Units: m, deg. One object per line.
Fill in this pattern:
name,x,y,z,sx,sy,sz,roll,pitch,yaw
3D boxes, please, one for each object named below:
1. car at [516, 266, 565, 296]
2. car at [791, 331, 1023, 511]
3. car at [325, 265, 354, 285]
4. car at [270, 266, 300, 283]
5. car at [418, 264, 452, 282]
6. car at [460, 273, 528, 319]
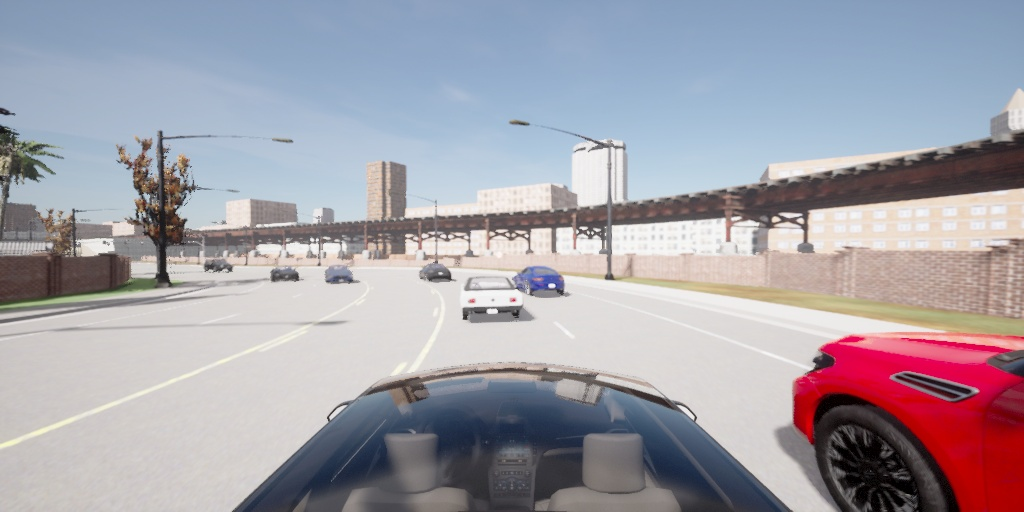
car,1.325,1.236,19.074,1.812,1.442,4.674,0,0,-14
car,3.516,0.956,0.749,2.150,2.045,5.566,0,0,0
car,-13.748,1.426,28.448,2.033,1.411,5.357,-1,0,-29
car,-19.968,1.547,31.497,1.994,1.385,4.181,-1,0,-37
car,-6.422,1.332,29.661,1.994,1.385,4.181,-1,0,-26
car,-0.895,1.344,12.796,1.895,1.301,4.718,0,0,-8
